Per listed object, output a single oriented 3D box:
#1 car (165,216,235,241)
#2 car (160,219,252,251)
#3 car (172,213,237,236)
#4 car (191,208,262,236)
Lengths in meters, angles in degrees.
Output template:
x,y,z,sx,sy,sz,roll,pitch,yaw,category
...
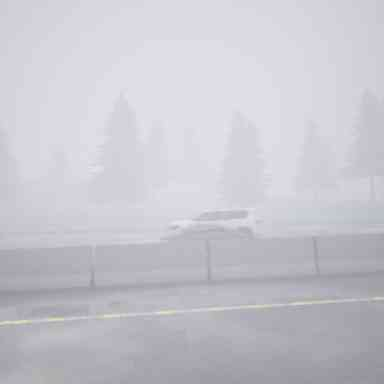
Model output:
x,y,z,sx,sy,sz,roll,pitch,yaw,category
0.467,2.482,23.193,4.674,1.442,1.812,-2,-2,-6,car
0.453,2.231,16.156,4.181,1.385,1.994,-2,-2,-6,car
0.913,2.580,26.759,4.902,1.511,2.128,-2,-2,-6,car
1.309,2.010,19.781,5.566,2.045,2.150,-2,-2,-6,car
